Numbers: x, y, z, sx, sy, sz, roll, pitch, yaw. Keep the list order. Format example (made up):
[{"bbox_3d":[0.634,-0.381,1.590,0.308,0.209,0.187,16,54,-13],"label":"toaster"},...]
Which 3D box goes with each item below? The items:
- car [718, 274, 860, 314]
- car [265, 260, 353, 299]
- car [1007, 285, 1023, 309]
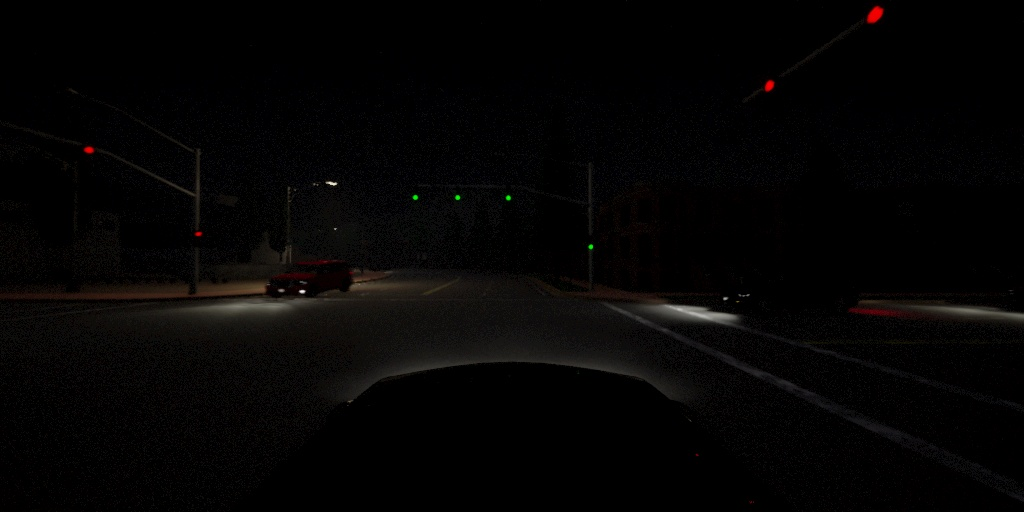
[{"bbox_3d":[10.864,1.450,14.247,4.892,1.490,1.837,0,-1,-1],"label":"car"},{"bbox_3d":[-11.164,1.307,20.296,2.150,2.045,5.566,0,1,3],"label":"car"},{"bbox_3d":[23.197,1.457,14.410,5.008,1.535,1.882,0,-1,-1],"label":"car"}]
